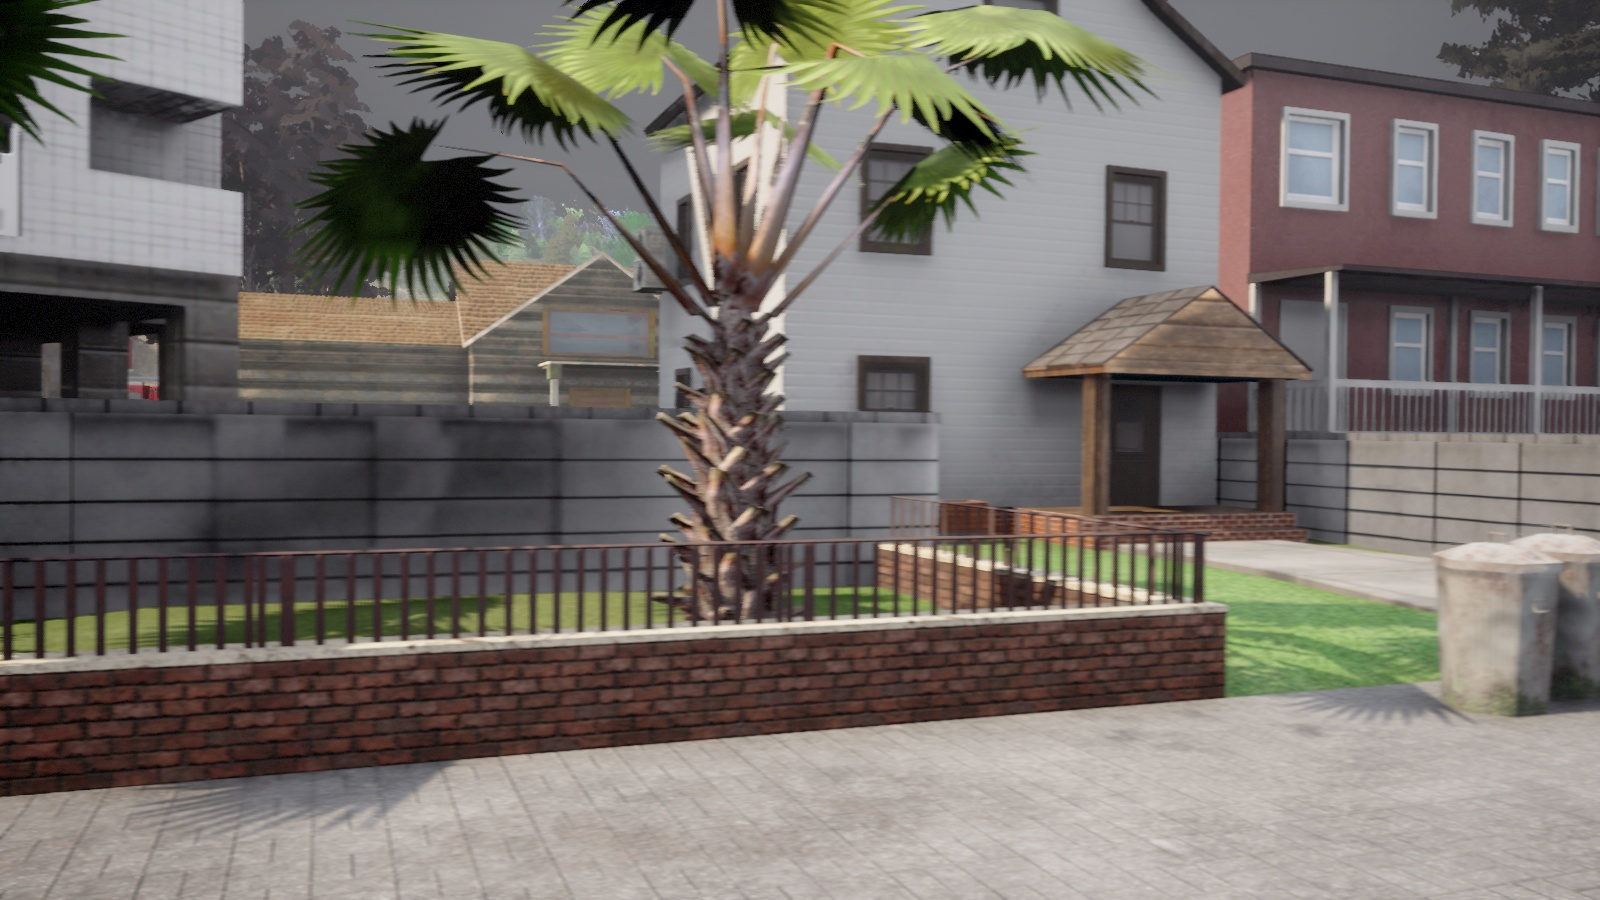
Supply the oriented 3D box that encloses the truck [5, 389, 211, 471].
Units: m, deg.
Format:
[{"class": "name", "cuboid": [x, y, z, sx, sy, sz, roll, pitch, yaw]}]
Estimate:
[{"class": "truck", "cuboid": [-33.738, -1.005, 61.638, 8.468, 3.827, 2.891, -1, 1, -21]}]
